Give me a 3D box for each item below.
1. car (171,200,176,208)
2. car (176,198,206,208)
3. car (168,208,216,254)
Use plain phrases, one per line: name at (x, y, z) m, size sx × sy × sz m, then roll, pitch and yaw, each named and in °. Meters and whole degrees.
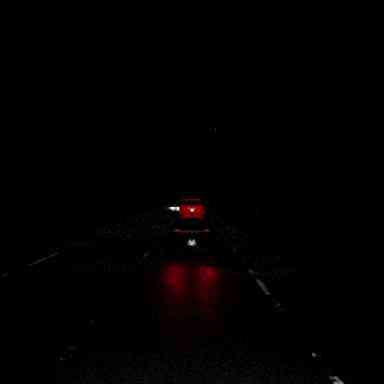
car at (-3.500, 2.583, 71.795) m, size 2.128 × 1.511 × 4.902 m, roll 0°, pitch -1°, yaw 0°
car at (0.002, 1.572, 29.041) m, size 2.150 × 2.045 × 5.566 m, roll 0°, pitch -1°, yaw 0°
car at (0.005, 1.647, 14.306) m, size 2.128 × 1.511 × 4.902 m, roll 0°, pitch -1°, yaw 0°
